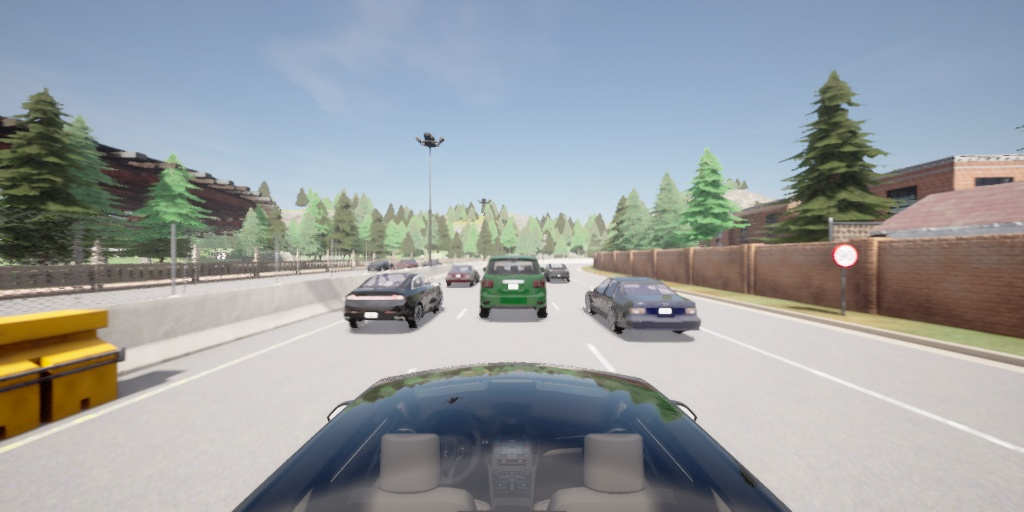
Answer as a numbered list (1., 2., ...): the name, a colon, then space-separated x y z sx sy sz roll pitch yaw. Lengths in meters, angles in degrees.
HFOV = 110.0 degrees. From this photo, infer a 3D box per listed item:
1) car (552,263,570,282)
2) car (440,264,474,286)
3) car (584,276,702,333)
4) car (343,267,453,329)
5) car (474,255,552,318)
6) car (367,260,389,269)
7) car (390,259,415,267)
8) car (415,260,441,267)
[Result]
1. car: 3.571 1.290 29.469 2.128 1.511 4.902 0 0 0
2. car: -3.456 1.339 25.728 2.033 1.411 5.357 0 0 0
3. car: 3.537 1.313 10.738 2.033 1.411 5.357 0 0 0
4. car: -3.458 1.258 11.282 2.128 1.511 4.902 0 0 1
5. car: 0.058 0.994 13.307 2.150 2.045 5.566 0 0 0
6. car: -17.299 1.306 47.235 1.882 1.535 5.008 0 0 4
7. car: -13.812 1.179 46.720 2.097 1.767 4.553 0 0 3
8. car: -10.366 1.303 45.910 1.882 1.535 5.008 0 0 3
